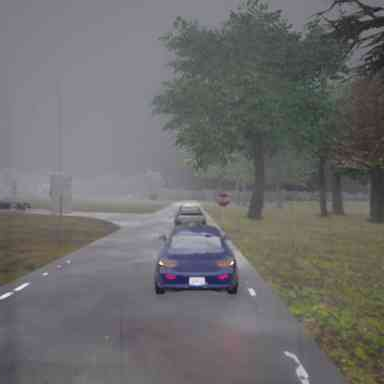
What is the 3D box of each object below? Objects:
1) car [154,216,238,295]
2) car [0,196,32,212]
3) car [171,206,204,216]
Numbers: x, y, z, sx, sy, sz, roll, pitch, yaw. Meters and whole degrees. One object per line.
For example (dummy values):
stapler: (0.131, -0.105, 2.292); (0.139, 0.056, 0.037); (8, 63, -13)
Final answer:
car: (0.085, 1.586, 8.759); (1.812, 1.442, 4.674); (0, -1, 0)
car: (-17.013, 1.026, 29.781); (4.718, 1.301, 1.895); (3, -1, 1)
car: (-0.246, 1.642, 21.496); (2.128, 1.511, 4.902); (0, 0, -5)
